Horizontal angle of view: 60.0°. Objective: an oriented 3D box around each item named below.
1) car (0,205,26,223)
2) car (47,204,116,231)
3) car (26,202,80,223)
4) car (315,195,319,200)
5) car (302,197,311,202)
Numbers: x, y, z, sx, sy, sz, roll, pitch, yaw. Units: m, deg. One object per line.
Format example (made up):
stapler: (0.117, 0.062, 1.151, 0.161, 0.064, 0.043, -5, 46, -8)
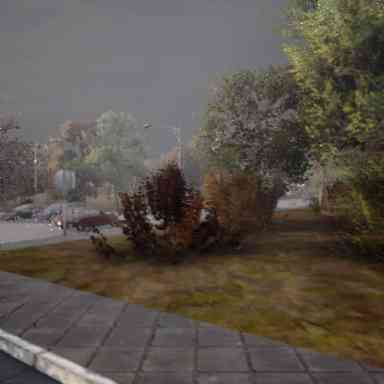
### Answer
car: (-14.831, 1.890, 30.099, 1.837, 1.490, 4.892, -1, 0, 32)
car: (-7.014, 1.772, 22.629, 1.812, 1.442, 4.674, -1, -1, 32)
car: (-11.450, 1.693, 28.902, 2.097, 1.767, 4.553, -1, -1, 32)
car: (33.666, 1.778, 87.014, 1.837, 1.490, 4.892, -1, 0, 32)
car: (30.948, 1.921, 89.261, 1.895, 1.301, 4.718, -1, 0, 32)
